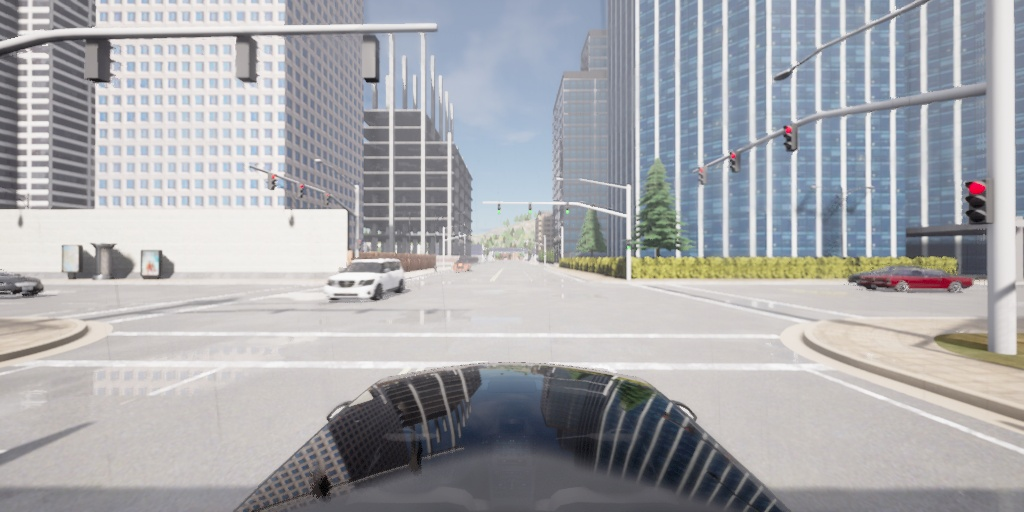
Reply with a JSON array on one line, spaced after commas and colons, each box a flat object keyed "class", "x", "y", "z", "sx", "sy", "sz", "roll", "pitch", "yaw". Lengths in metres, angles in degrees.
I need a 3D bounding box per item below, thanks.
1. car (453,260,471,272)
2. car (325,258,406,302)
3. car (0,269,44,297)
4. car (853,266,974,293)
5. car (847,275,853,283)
[{"class": "car", "x": -6.993, "y": 1.312, "z": 50.499, "sx": 2.097, "sy": 1.767, "sz": 4.553, "roll": 0, "pitch": -1, "yaw": 0}, {"class": "car", "x": -6.995, "y": 1.144, "z": 17.814, "sx": 2.150, "sy": 2.045, "sz": 5.566, "roll": 0, "pitch": 0, "yaw": 0}, {"class": "car", "x": -25.195, "y": 1.270, "z": 16.853, "sx": 4.902, "sy": 1.511, "sz": 2.128, "roll": 0, "pitch": 0, "yaw": 0}, {"class": "car", "x": 22.842, "y": 1.399, "z": 20.442, "sx": 4.718, "sy": 1.301, "sz": 1.895, "roll": 0, "pitch": 0, "yaw": 0}, {"class": "car", "x": 25.800, "y": 1.365, "z": 23.936, "sx": 5.357, "sy": 1.411, "sz": 2.033, "roll": 0, "pitch": 0, "yaw": 0}]
